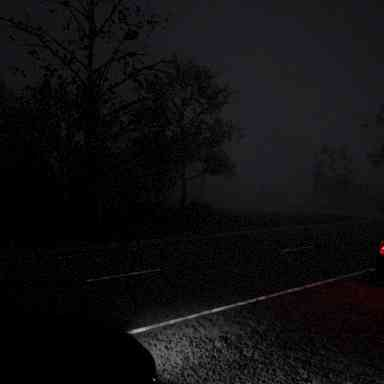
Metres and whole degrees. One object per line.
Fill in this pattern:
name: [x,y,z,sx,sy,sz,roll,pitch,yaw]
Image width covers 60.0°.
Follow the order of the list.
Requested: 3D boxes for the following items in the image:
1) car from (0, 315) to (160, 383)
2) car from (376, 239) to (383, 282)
car: [-2.491,1.506,1.941,4.892,1.490,1.837,0,0,-35]
car: [6.669,1.352,8.374,4.553,1.767,2.097,0,0,-35]
